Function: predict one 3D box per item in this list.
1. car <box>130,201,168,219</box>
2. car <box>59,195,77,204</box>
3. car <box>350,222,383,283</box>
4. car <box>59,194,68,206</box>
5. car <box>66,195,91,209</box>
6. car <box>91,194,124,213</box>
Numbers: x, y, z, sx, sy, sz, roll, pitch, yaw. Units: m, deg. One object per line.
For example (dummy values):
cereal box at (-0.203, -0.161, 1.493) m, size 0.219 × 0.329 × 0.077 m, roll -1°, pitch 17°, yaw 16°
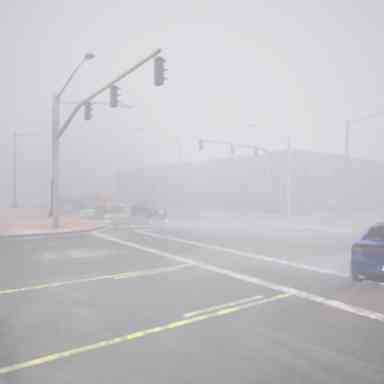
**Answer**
car at (-4.077, 1.601, 30.986) m, size 2.128 × 1.511 × 4.902 m, roll 1°, pitch 0°, yaw -36°
car at (-24.577, 1.492, 65.708) m, size 2.097 × 1.767 × 4.553 m, roll 1°, pitch 0°, yaw -36°
car at (5.871, 1.553, 9.273) m, size 1.882 × 1.535 × 5.008 m, roll 1°, pitch 0°, yaw 38°
car at (-21.741, 1.332, 55.684) m, size 2.150 × 2.045 × 5.566 m, roll 1°, pitch 0°, yaw -37°
car at (-15.707, 1.601, 47.194) m, size 2.128 × 1.511 × 4.902 m, roll 1°, pitch 0°, yaw -36°
car at (-9.696, 1.462, 38.810) m, size 2.097 × 1.767 × 4.553 m, roll 1°, pitch 0°, yaw -36°
